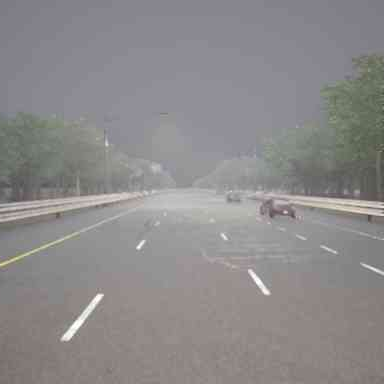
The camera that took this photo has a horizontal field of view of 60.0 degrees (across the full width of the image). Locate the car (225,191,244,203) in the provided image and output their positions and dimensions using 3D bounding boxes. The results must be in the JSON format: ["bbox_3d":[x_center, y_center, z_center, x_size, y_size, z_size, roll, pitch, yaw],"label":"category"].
[{"bbox_3d":[6.148,0.848,50.157,2.128,1.511,4.902,0,1,-1],"label":"car"}]

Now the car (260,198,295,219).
[{"bbox_3d":[6.550,1.223,25.692,1.812,1.442,4.674,0,1,-1],"label":"car"}]
